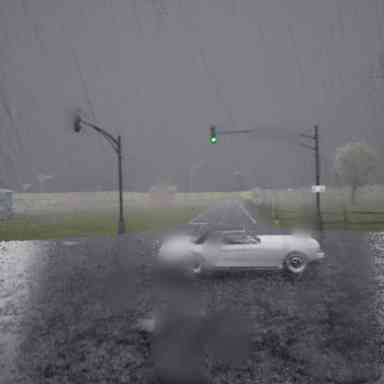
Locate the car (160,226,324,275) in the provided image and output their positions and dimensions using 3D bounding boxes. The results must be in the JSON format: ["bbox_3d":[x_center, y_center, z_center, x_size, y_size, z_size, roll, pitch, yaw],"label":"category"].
[{"bbox_3d":[1.498,1.721,10.358,4.718,1.301,1.895,-2,0,7],"label":"car"}]
